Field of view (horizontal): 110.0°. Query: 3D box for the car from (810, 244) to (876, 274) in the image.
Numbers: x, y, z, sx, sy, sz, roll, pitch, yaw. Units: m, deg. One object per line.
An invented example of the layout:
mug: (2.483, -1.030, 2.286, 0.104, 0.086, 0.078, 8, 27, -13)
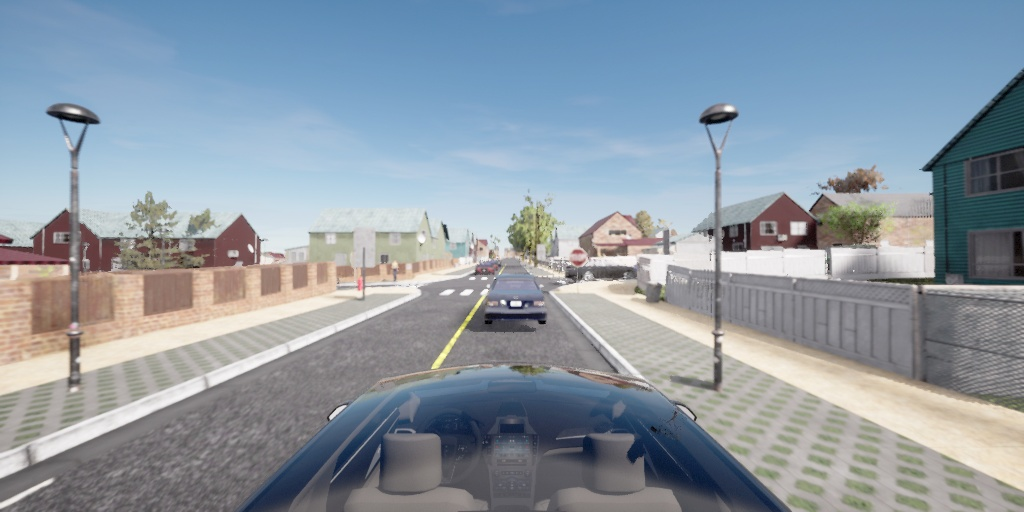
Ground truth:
car: (24.463, 0.252, 27.000, 5.566, 2.045, 2.150, -3, -1, 0)

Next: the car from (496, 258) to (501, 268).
car: (-2.837, 1.229, 47.616, 1.994, 1.385, 4.181, 0, 0, 0)

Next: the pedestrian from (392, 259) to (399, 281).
pedestrian: (-9.689, 1.160, 29.714, 0.375, 1.860, 0.375, 0, 1, 0)

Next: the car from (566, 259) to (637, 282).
car: (5.971, 0.974, 23.804, 4.902, 1.511, 2.128, -2, -2, -14)

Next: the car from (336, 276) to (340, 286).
car: (-14.085, 1.535, 23.843, 4.892, 1.490, 1.837, -2, -1, -1)

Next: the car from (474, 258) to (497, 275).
car: (-2.828, 1.249, 37.610, 1.994, 1.385, 4.181, 0, 0, -2)

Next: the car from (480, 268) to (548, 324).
car: (0.102, 1.281, 11.850, 2.033, 1.411, 5.357, 0, 0, 0)
